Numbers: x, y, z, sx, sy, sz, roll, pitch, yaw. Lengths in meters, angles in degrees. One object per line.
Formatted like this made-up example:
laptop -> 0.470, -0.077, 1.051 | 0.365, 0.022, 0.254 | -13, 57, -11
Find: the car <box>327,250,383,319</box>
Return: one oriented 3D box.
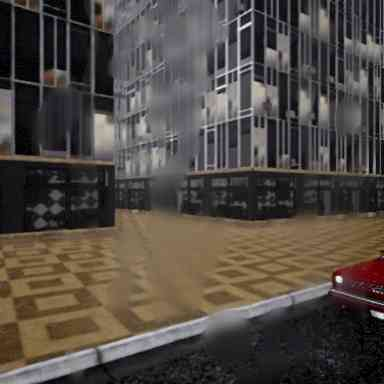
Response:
car -> 4.714, 1.604, 6.438 | 4.718, 1.301, 1.895 | 0, 0, -36
